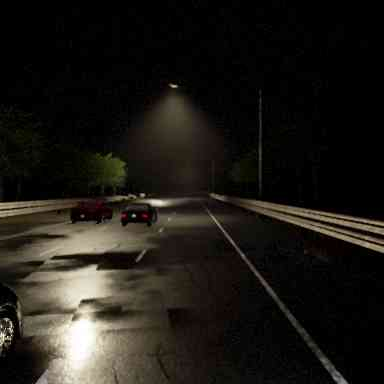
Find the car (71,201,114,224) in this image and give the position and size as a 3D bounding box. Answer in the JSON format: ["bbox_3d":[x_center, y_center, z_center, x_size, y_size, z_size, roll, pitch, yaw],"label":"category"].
[{"bbox_3d":[-6.902,1.362,23.440,1.882,1.535,5.008,0,0,0],"label":"car"}]

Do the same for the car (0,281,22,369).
[{"bbox_3d":[-3.399,1.338,2.751,2.097,1.767,4.553,0,0,0],"label":"car"}]

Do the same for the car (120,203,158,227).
[{"bbox_3d":[-3.399,1.439,22.030,2.033,1.411,5.357,0,0,0],"label":"car"}]
